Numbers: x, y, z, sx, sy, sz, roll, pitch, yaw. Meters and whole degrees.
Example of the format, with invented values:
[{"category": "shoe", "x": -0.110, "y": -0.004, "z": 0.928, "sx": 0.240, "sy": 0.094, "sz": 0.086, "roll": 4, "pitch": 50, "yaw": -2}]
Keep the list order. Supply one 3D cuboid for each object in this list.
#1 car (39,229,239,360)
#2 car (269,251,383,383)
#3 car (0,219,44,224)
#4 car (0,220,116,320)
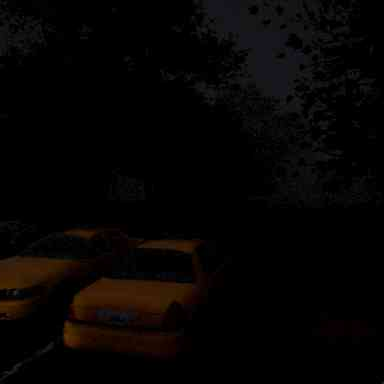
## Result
[{"category": "car", "x": -0.219, "y": 1.523, "z": 6.449, "sx": 1.946, "sy": 1.575, "sz": 5.366, "roll": -1, "pitch": -1, "yaw": 15}, {"category": "car", "x": 2.149, "y": 1.525, "z": 4.577, "sx": 2.163, "sy": 1.488, "sz": 4.792, "roll": -1, "pitch": -1, "yaw": 15}, {"category": "car", "x": -5.113, "y": 1.577, "z": 9.712, "sx": 2.231, "sy": 1.521, "sz": 4.892, "roll": 0, "pitch": -1, "yaw": 15}, {"category": "car", "x": -2.737, "y": 1.545, "z": 7.812, "sx": 1.946, "sy": 1.575, "sz": 5.366, "roll": 0, "pitch": -1, "yaw": 15}]
